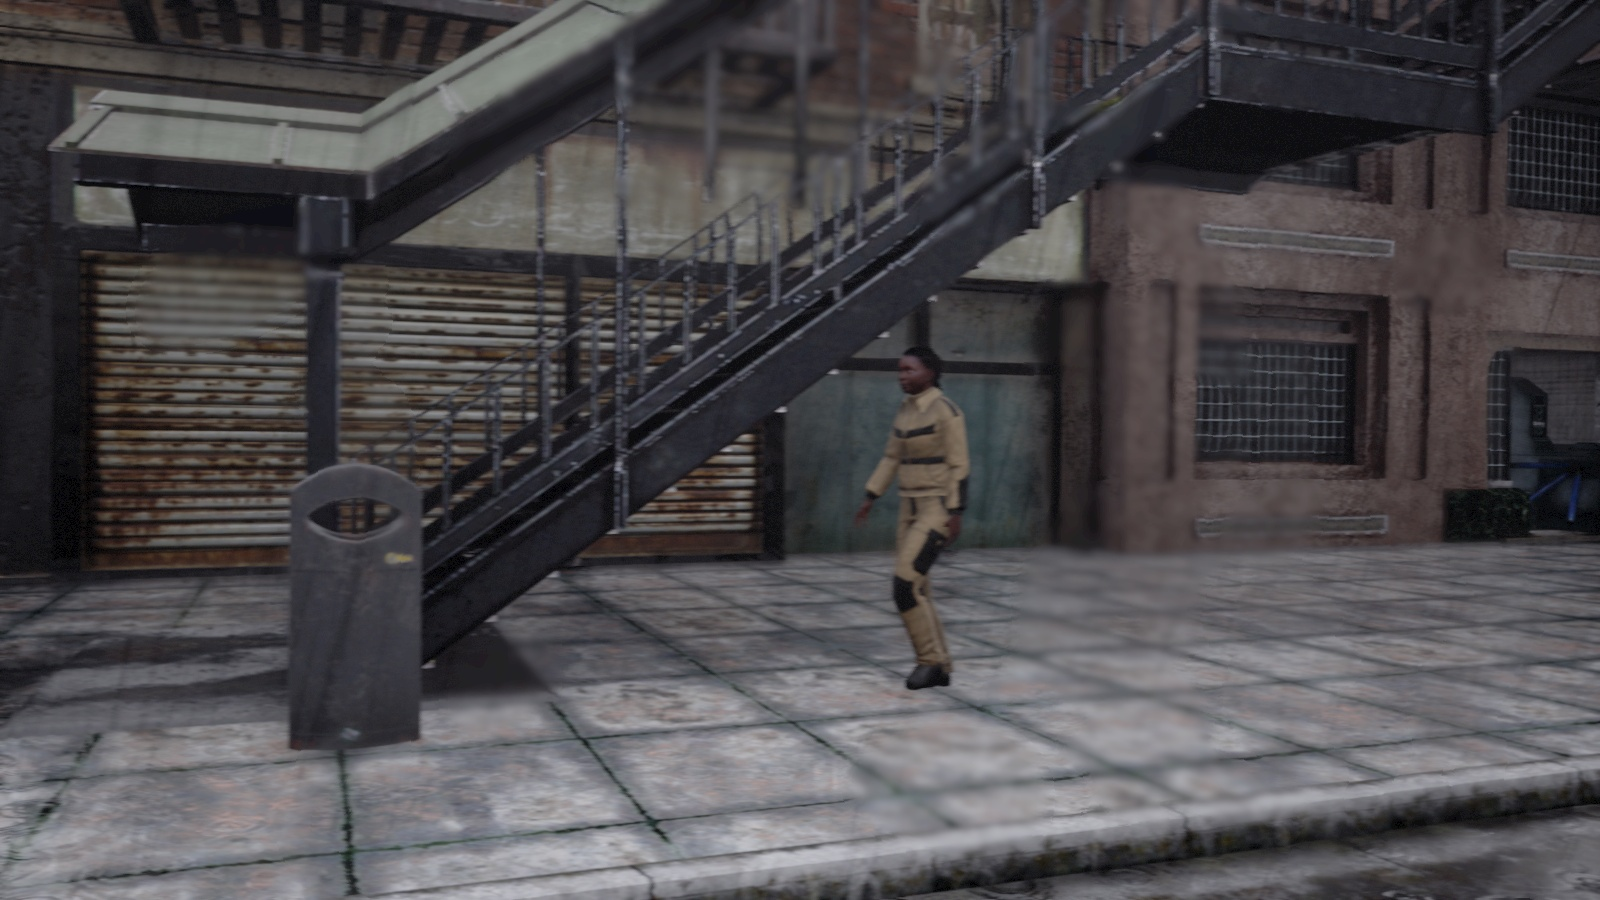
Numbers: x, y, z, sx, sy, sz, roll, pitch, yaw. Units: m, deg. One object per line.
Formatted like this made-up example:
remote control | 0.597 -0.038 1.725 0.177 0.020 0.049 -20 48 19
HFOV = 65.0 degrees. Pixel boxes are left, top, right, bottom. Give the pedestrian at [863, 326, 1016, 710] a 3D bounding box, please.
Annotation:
pedestrian | 0.739 0.338 6.654 0.692 1.930 0.396 -1 1 -31
